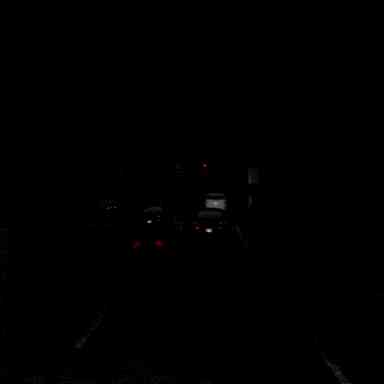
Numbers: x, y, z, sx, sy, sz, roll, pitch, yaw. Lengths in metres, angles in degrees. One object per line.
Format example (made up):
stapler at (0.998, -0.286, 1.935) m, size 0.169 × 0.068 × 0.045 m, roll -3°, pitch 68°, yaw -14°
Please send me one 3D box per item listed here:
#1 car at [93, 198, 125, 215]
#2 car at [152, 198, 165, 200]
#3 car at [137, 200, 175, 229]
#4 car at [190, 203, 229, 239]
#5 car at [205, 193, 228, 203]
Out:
car at (-8.310, 1.403, 33.718) m, size 1.882 × 1.535 × 5.008 m, roll 0°, pitch 0°, yaw 6°
car at (-4.096, 1.442, 40.096) m, size 2.033 × 1.411 × 5.357 m, roll 0°, pitch 0°, yaw 7°
car at (-2.248, 1.511, 21.334) m, size 1.812 × 1.442 × 4.674 m, roll 0°, pitch 0°, yaw 5°
car at (0.929, 1.526, 17.145) m, size 1.812 × 1.442 × 4.674 m, roll 0°, pitch 0°, yaw 4°
car at (2.559, 1.158, 34.942) m, size 2.150 × 2.045 × 5.566 m, roll 0°, pitch 0°, yaw 6°
